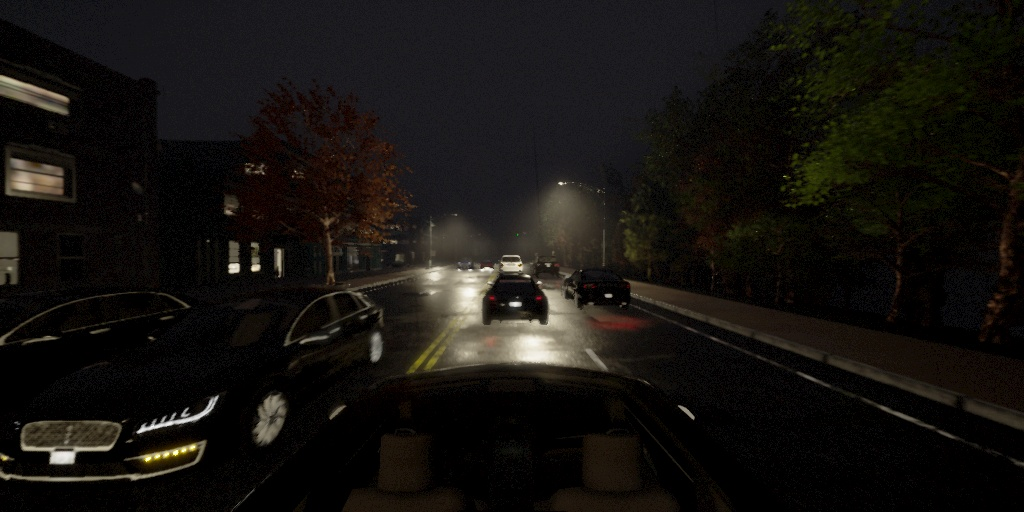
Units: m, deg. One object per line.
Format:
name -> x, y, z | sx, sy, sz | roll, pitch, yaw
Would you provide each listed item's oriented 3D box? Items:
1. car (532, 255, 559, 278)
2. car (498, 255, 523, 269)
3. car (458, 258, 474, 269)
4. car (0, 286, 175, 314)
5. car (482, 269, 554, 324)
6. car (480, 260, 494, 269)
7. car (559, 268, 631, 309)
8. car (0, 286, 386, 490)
car -> 3.130, 0.967, 33.928 | 2.150, 2.045, 5.566 | 0, 0, -1
car -> -0.120, 0.967, 33.918 | 2.150, 2.045, 5.566 | 0, 0, -1
car -> -7.092, 1.096, 55.578 | 2.097, 1.767, 4.553 | 0, 0, -1
car -> -6.601, 1.254, 5.049 | 1.837, 1.490, 4.892 | 0, 0, 0
car -> 0.101, 1.312, 11.979 | 1.994, 1.385, 4.181 | 0, 0, 0
car -> -3.842, 1.309, 55.512 | 1.994, 1.385, 4.181 | 0, 0, -1
car -> 3.345, 1.226, 14.901 | 1.882, 1.535, 5.008 | 0, 0, 0
car -> -3.351, 1.254, 5.102 | 1.837, 1.490, 4.892 | 0, 0, 0
